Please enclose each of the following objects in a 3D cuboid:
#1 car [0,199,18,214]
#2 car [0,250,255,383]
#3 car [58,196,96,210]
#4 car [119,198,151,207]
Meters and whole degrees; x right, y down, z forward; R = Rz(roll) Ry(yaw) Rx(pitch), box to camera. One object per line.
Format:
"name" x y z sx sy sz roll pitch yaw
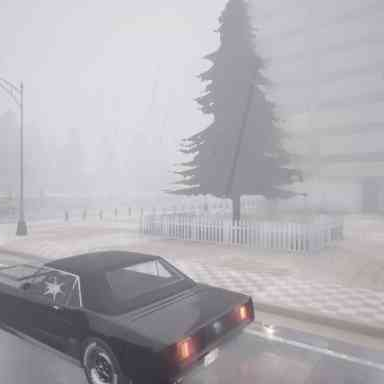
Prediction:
"car" -20.448 1.478 33.912 1.882 1.535 5.008 0 0 36
"car" -1.571 1.601 5.130 4.718 1.301 1.895 0 0 36
"car" -14.550 1.352 42.086 2.097 1.767 4.553 0 0 36
"car" -8.538 1.547 50.412 2.033 1.411 5.357 0 0 36
